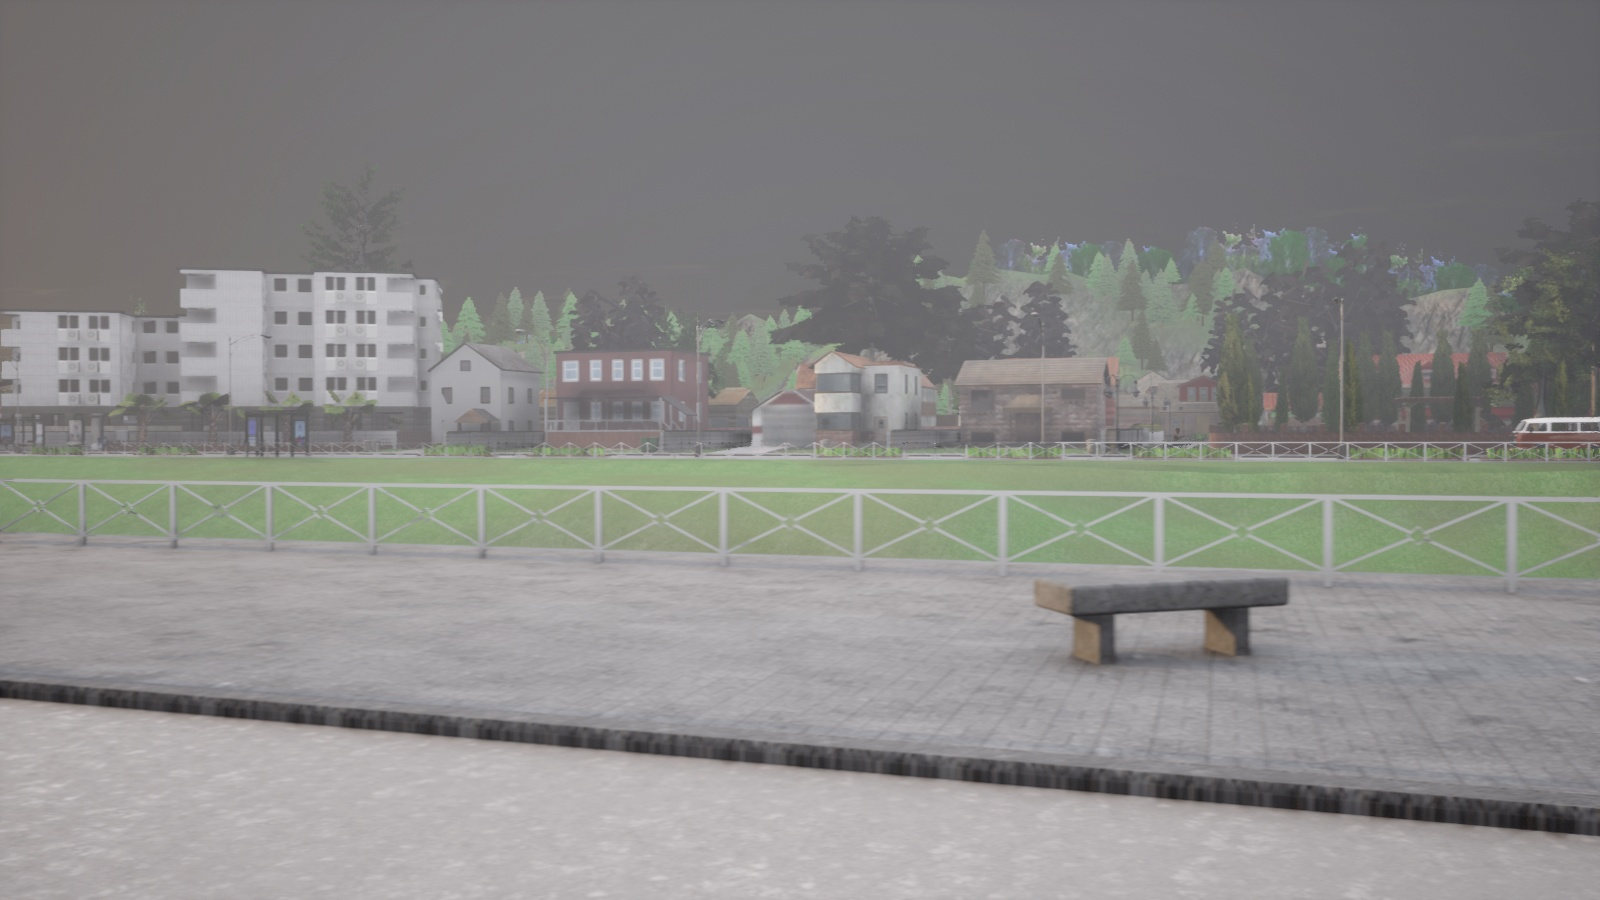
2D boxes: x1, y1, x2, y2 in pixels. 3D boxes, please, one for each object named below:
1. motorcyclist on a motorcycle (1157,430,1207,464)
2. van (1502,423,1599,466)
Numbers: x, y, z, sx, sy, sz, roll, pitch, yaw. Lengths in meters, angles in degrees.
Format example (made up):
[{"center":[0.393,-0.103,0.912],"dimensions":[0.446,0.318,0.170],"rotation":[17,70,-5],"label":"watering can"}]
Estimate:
[{"center":[19.000,-0.151,62.407],"dimensions":[2.350,1.649,0.766],"rotation":[1,1,19],"label":"motorcyclist on a motorcycle"},{"center":[36.686,-0.284,60.670],"dimensions":[4.480,2.038,2.069],"rotation":[1,1,19],"label":"van"}]
